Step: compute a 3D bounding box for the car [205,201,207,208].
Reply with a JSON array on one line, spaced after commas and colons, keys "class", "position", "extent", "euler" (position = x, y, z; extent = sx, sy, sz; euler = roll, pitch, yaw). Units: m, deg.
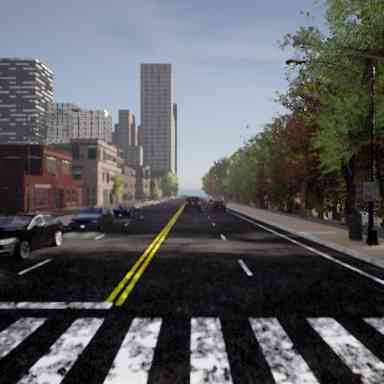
[{"class": "car", "position": [3.255, 1.862, 52.996], "extent": [1.837, 1.490, 4.892], "euler": [0, 0, 0]}]

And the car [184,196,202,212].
[{"class": "car", "position": [0.107, 1.518, 43.742], "extent": [2.150, 2.045, 5.566], "euler": [0, 0, 0]}]

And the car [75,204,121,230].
[{"class": "car", "position": [-6.601, 1.702, 22.657], "extent": [2.033, 1.411, 5.357], "euler": [0, 0, 0]}]

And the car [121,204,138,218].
[{"class": "car", "position": [-6.589, 1.824, 32.768], "extent": [1.895, 1.301, 4.718], "euler": [0, 0, 0]}]

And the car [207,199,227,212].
[{"class": "car", "position": [3.355, 1.768, 42.885], "extent": [1.882, 1.535, 5.008], "euler": [0, 0, 0]}]

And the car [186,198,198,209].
[{"class": "car", "position": [0.027, 1.844, 54.327], "extent": [1.882, 1.535, 5.008], "euler": [0, 0, 0]}]

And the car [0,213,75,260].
[{"class": "car", "position": [-6.594, 1.580, 12.856], "extent": [2.128, 1.511, 4.902], "euler": [0, 0, 0]}]
